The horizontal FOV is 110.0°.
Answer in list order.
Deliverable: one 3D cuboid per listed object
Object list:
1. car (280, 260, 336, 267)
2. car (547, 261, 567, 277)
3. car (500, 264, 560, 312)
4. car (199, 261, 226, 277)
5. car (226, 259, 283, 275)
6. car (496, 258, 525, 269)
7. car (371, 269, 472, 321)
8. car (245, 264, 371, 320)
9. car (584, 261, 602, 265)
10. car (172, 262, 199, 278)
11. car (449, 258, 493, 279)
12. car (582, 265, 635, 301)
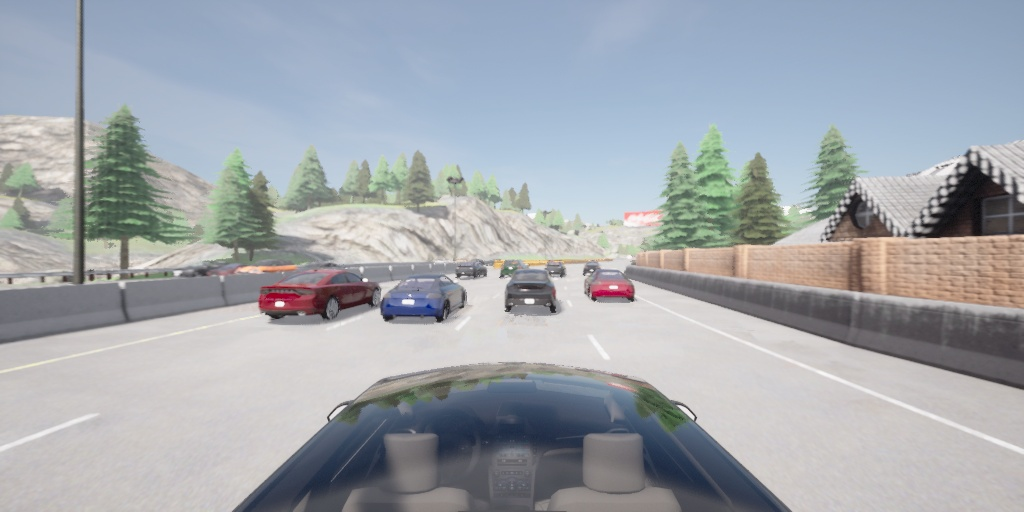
[{"bbox_3d":[-15.244,1.214,28.159,1.837,1.490,4.892,0,0,10],"label":"car"},{"bbox_3d":[4.353,1.257,35.751,2.128,1.511,4.902,0,0,14],"label":"car"},{"bbox_3d":[0.788,1.257,14.333,1.837,1.490,4.892,0,0,5],"label":"car"},{"bbox_3d":[-22.173,1.253,29.012,1.994,1.385,4.181,0,0,10],"label":"car"},{"bbox_3d":[-18.852,1.050,27.705,2.097,1.767,4.553,0,0,10],"label":"car"},{"bbox_3d":[0.332,1.106,33.875,2.097,1.767,4.553,0,0,12],"label":"car"},{"bbox_3d":[-2.873,1.307,12.434,1.994,1.385,4.181,0,0,4],"label":"car"},{"bbox_3d":[-6.376,1.210,12.587,1.882,1.535,5.008,0,0,4],"label":"car"},{"bbox_3d":[8.695,1.304,38.634,1.812,1.442,4.674,0,0,15],"label":"car"},{"bbox_3d":[-25.532,1.171,30.184,2.128,1.511,4.902,0,0,10],"label":"car"},{"bbox_3d":[-3.577,1.234,32.398,2.128,1.511,4.902,0,0,12],"label":"car"},{"bbox_3d":[4.653,1.329,17.585,1.994,1.385,4.181,0,0,7],"label":"car"}]
